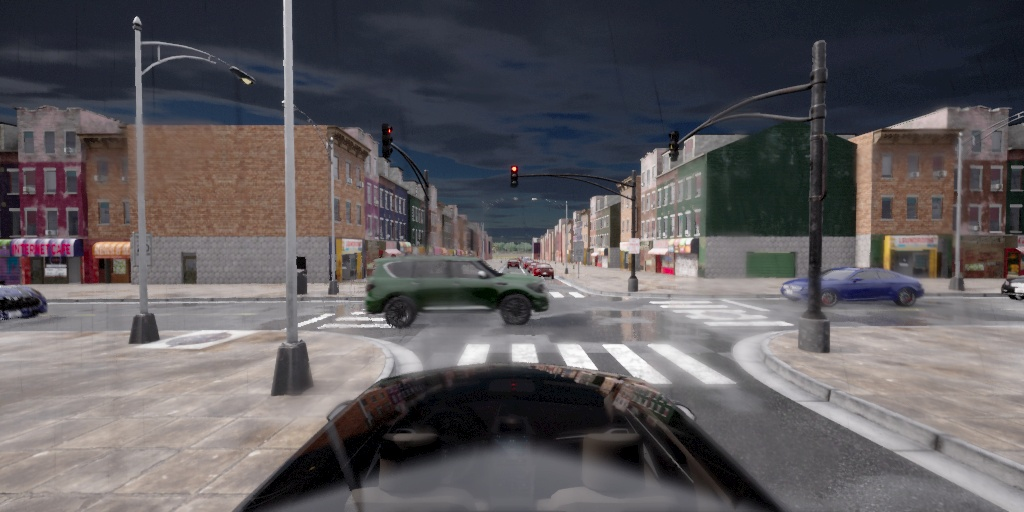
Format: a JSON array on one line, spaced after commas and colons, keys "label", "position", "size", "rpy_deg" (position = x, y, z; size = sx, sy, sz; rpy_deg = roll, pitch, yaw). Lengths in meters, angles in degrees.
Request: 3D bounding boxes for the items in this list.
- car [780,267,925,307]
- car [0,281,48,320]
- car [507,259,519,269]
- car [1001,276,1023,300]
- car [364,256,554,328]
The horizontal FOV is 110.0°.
[{"label": "car", "position": [13.299, 1.160, 14.113], "size": [4.674, 1.442, 1.812], "rpy_deg": [0, 1, 1]}, {"label": "car", "position": [-17.789, 1.250, 11.214], "size": [4.553, 1.767, 2.097], "rpy_deg": [0, 1, 0]}, {"label": "car", "position": [0.216, 1.225, 57.879], "size": [1.882, 1.535, 5.008], "rpy_deg": [0, 0, 0]}, {"label": "car", "position": [22.461, 1.087, 14.069], "size": [4.902, 1.511, 2.128], "rpy_deg": [0, 1, 0]}, {"label": "car", "position": [-1.665, 0.995, 11.185], "size": [5.566, 2.045, 2.150], "rpy_deg": [-1, 1, 0]}]
